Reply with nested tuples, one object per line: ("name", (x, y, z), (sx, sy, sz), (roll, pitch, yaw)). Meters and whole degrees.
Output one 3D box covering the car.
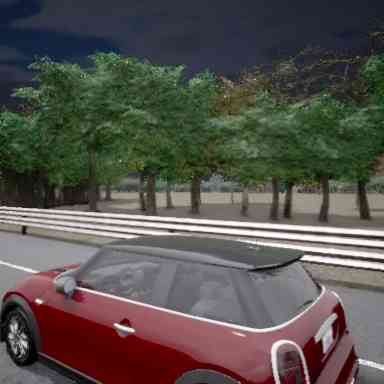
("car", (-0.488, 1.349, 4.254), (4.553, 1.767, 2.097), (0, 0, 36))
